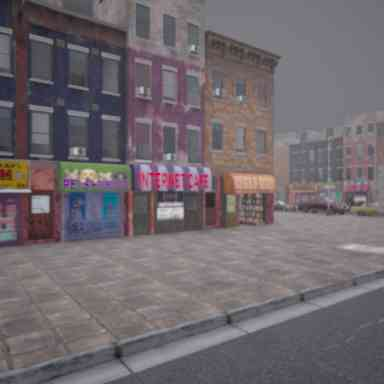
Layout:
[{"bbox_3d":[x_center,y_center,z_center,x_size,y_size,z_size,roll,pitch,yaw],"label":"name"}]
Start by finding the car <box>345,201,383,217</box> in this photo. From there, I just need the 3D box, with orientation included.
[{"bbox_3d":[16.315,1.522,28.897,1.752,1.417,4.829,0,0,-35],"label":"car"}]

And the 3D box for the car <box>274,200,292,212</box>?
[{"bbox_3d":[9.885,1.607,37.913,1.802,1.307,4.206,0,0,-35],"label":"car"}]

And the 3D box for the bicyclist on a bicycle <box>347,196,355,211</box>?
[{"bbox_3d":[17.605,1.313,36.813,1.656,1.620,0.582,0,0,-35],"label":"bicyclist on a bicycle"}]

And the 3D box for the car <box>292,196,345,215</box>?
[{"bbox_3d":[13.050,1.326,33.474,2.192,1.841,5.009,0,0,-35],"label":"car"}]
